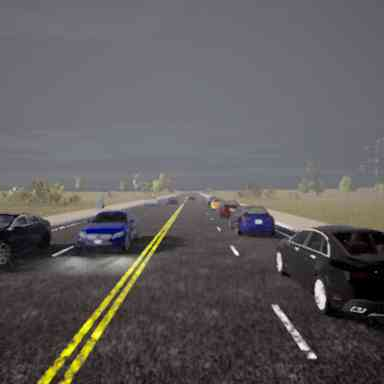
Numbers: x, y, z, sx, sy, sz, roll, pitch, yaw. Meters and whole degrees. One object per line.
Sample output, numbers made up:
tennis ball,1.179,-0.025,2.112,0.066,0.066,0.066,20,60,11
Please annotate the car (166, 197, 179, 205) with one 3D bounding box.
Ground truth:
car,-3.294,1.511,56.886,1.994,1.385,4.181,0,0,1

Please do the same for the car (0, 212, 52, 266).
car,-6.600,1.483,11.592,2.128,1.511,4.902,0,0,0

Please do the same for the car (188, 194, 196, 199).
car,0.003,1.336,90.655,1.895,1.301,4.718,0,0,0

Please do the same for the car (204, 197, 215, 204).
car,3.252,1.539,62.554,1.895,1.301,4.718,0,0,0

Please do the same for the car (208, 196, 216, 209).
car,3.251,1.424,40.714,1.801,1.575,5.366,0,0,0

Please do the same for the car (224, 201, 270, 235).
car,3.251,1.490,18.554,2.163,1.488,4.792,0,0,0

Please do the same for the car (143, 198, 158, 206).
car,-6.566,1.554,52.794,1.895,1.301,4.718,0,0,0

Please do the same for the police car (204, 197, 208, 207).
police car,3.252,1.460,51.525,2.038,1.542,4.974,0,0,0

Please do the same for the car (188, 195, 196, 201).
car,0.003,1.277,72.184,2.033,1.411,5.357,0,0,0

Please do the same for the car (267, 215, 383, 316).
car,3.251,1.499,7.525,1.837,1.490,4.892,0,0,0

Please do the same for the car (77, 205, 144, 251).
car,-3.350,1.515,14.176,1.812,1.442,4.674,0,0,0

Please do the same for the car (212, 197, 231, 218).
car,3.251,1.481,29.554,2.163,1.488,4.792,0,0,0
